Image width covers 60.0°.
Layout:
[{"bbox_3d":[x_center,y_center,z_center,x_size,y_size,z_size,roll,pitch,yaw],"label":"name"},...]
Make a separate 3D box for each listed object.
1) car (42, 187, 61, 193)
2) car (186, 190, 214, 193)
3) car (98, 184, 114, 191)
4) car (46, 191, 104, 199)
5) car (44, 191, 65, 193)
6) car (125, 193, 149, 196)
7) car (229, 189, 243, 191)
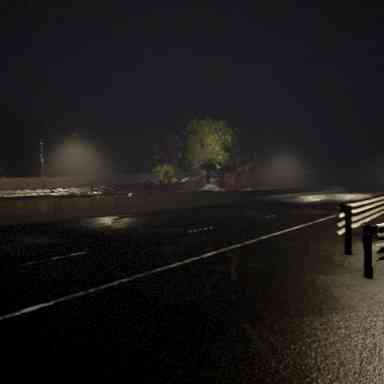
[{"bbox_3d":[-22.791,-0.010,55.142,1.837,1.490,4.892,-1,3,16],"label":"car"},{"bbox_3d":[1.818,0.433,48.806,1.882,1.535,5.008,-1,1,38],"label":"car"},{"bbox_3d":[-18.283,-0.879,69.760,2.033,1.411,5.357,-1,3,18],"label":"car"},{"bbox_3d":[-11.162,0.976,32.036,2.128,1.511,4.902,-1,1,38],"label":"car"},{"bbox_3d":[-12.934,0.973,35.465,1.837,1.490,4.892,-1,1,38],"label":"car"},{"bbox_3d":[-5.773,0.843,33.283,2.128,1.511,4.902,-1,1,38],"label":"car"},{"bbox_3d":[6.176,0.358,48.726,2.128,1.511,4.902,-1,1,38],"label":"car"}]
